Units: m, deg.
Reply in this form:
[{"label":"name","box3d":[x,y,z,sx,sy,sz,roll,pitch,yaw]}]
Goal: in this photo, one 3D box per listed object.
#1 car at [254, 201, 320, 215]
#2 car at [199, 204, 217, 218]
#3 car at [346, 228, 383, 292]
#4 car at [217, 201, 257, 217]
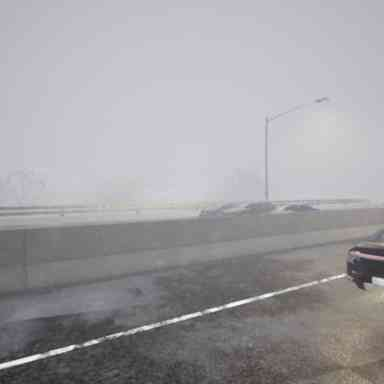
[{"label":"car","box3d":[6.481,1.479,21.381,4.674,1.442,1.812,0,0,-35]},{"label":"car","box3d":[2.663,1.515,27.250,4.181,1.385,1.994,0,0,-35]},{"label":"car","box3d":[5.516,1.466,7.639,4.902,1.511,2.128,0,0,-35]},{"label":"car","box3d":[4.527,1.430,24.284,5.008,1.535,1.882,0,0,-35]}]
